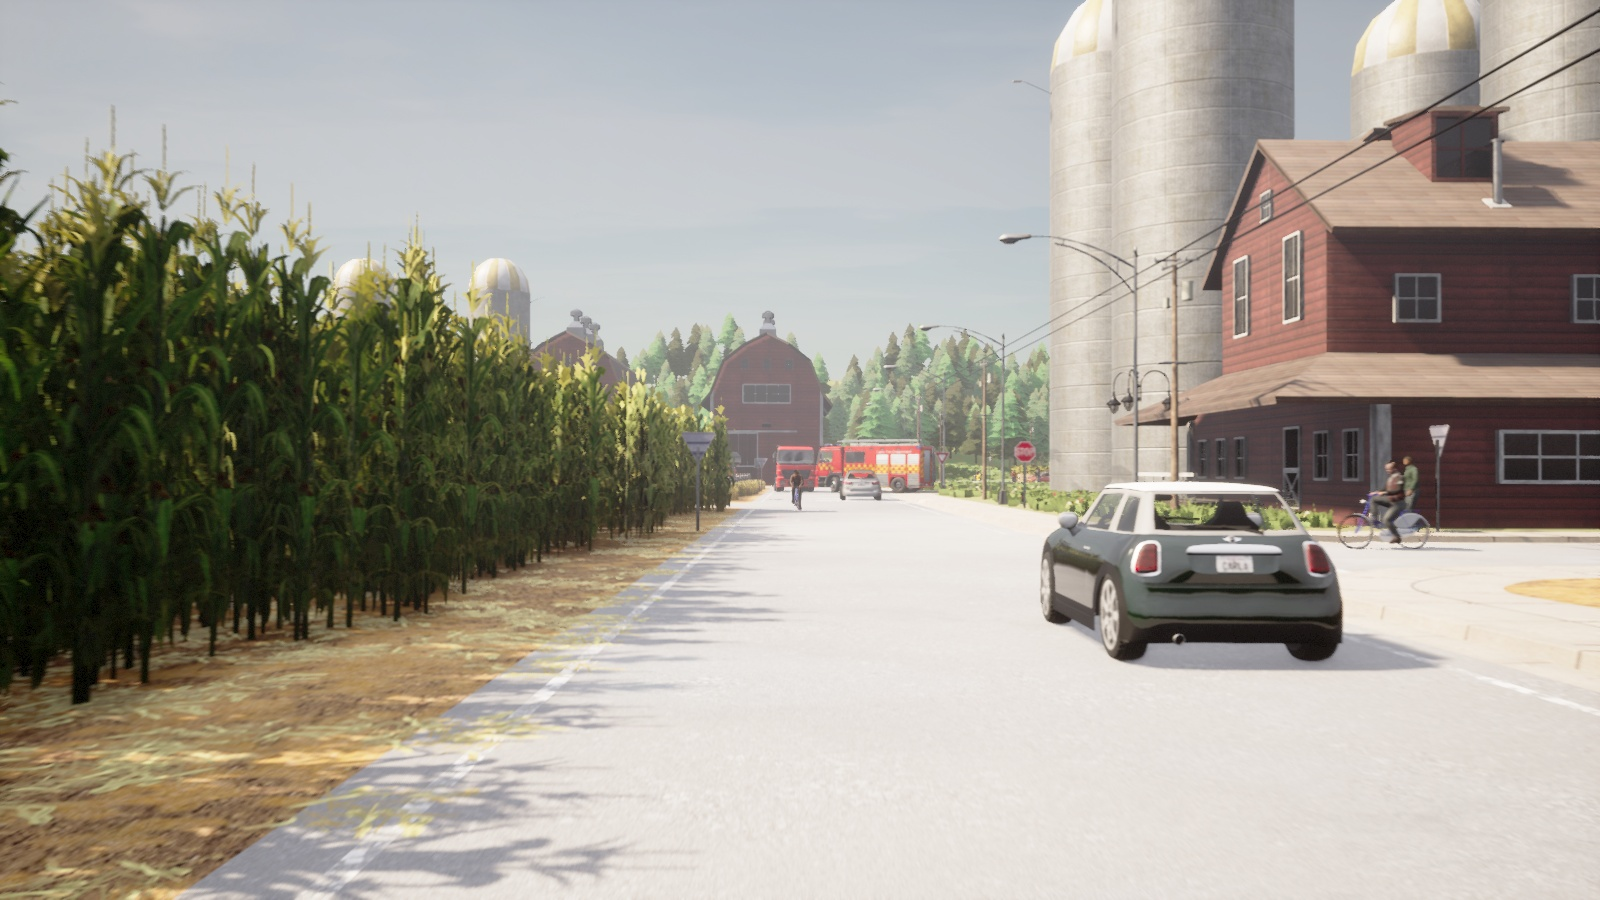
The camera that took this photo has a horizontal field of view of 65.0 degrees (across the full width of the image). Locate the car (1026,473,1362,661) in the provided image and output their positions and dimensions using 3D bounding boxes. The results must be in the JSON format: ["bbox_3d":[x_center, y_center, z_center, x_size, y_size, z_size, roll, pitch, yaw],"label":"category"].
[{"bbox_3d":[3.476,0.965,11.898,1.970,1.475,3.806,0,-1,0],"label":"car"}]

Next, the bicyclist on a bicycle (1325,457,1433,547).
[{"bbox_3d":[11.599,1.034,25.195,1.843,1.776,0.659,0,-1,-1],"label":"bicyclist on a bicycle"}]

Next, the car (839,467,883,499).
[{"bbox_3d":[3.308,1.798,68.823,2.242,1.667,4.611,0,-1,1],"label":"car"}]

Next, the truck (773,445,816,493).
[{"bbox_3d":[-0.488,1.427,95.464,2.891,3.462,7.936,0,-1,-4],"label":"truck"}]

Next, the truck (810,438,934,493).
[{"bbox_3d":[5.203,1.153,91.053,8.468,3.827,2.891,-1,-1,27],"label":"truck"}]

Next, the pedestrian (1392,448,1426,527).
[{"bbox_3d":[14.367,0.889,29.636,0.614,1.847,0.353,0,-1,5],"label":"pedestrian"}]
